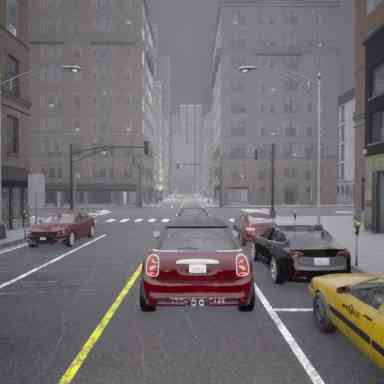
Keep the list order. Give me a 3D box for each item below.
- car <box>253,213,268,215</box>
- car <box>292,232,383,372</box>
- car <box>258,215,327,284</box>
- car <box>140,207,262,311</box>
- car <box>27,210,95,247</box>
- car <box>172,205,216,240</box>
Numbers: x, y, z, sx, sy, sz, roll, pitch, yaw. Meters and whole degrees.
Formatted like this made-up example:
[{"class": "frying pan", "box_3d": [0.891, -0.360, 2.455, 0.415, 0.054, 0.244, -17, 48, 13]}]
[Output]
[{"class": "car", "box_3d": [2.842, 1.577, 14.974, 1.802, 1.307, 4.206, -1, 0, 0]}, {"class": "car", "box_3d": [2.859, 1.524, 3.972, 1.752, 1.417, 4.829, -1, 0, 0]}, {"class": "car", "box_3d": [2.851, 1.563, 9.388, 1.947, 1.339, 4.313, -1, 0, 0]}, {"class": "car", "box_3d": [0.088, 1.350, 7.893, 2.097, 1.767, 4.553, 0, 0, 0]}, {"class": "car", "box_3d": [-5.704, 1.540, 14.957, 1.887, 1.381, 4.507, -1, 0, 0]}, {"class": "car", "box_3d": [0.068, 1.542, 18.131, 2.033, 1.411, 5.357, 0, 0, 0]}]
